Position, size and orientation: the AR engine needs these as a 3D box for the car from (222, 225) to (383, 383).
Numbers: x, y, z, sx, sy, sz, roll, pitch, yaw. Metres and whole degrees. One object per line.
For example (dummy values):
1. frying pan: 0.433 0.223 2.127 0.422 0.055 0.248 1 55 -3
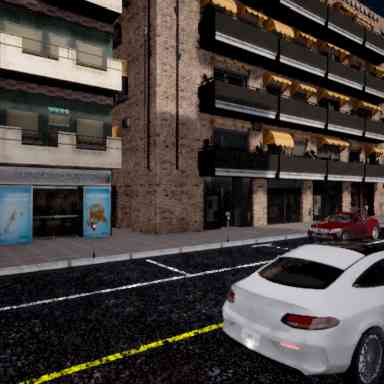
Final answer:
1. car: 2.562 1.526 5.259 4.674 1.442 1.812 0 0 -35

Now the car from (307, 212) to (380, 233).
1. car: 7.172 1.583 15.538 4.206 1.307 1.802 0 0 -35
